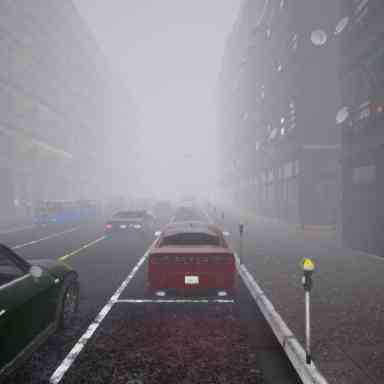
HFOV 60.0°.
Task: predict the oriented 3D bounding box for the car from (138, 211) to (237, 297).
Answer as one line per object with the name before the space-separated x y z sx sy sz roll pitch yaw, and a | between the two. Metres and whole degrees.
car | -0.006 1.482 8.653 1.882 1.535 5.008 0 0 0

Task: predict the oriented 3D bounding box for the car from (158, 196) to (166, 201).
car | -8.323 1.847 92.652 1.802 1.307 4.206 1 0 0

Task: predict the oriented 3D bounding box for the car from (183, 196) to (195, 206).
car | -0.471 1.553 59.411 1.967 1.590 4.097 1 0 0

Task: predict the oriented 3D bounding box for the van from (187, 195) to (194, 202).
van | -0.471 1.575 87.068 1.690 1.788 3.998 1 0 0

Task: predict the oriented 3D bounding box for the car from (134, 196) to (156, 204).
car | -5.818 1.567 42.069 1.837 1.490 4.892 0 -1 1

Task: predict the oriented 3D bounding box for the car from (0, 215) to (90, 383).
car | -3.020 1.354 4.015 2.097 1.767 4.553 0 0 0

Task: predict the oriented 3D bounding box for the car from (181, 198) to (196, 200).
car | -0.437 1.582 31.754 1.887 1.381 4.507 1 0 0

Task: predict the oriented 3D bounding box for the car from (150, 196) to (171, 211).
car | -2.967 1.523 35.467 1.882 1.535 5.008 0 0 0

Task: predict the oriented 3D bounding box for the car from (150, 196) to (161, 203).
car | -8.321 1.725 76.059 1.887 1.381 4.507 1 0 0

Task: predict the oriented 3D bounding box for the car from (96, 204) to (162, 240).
car | -2.997 1.560 17.103 2.033 1.411 5.357 0 0 1

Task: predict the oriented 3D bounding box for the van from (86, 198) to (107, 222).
van | -8.313 1.368 26.285 1.690 1.788 3.998 1 0 0

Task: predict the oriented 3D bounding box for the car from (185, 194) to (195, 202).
car | -0.470 1.521 81.536 2.192 1.841 5.009 1 0 0

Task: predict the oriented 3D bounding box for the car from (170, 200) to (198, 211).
car | -0.437 1.572 26.224 1.887 1.381 4.507 1 0 0

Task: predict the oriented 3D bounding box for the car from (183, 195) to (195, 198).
car | -0.427 1.490 37.286 1.967 1.590 4.097 1 0 0

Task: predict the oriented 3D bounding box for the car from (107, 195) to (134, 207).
car | -8.312 1.365 37.346 2.192 1.841 5.009 1 0 0

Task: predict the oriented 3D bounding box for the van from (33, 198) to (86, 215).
van | -8.311 1.359 20.753 1.690 1.788 3.998 2 0 0
